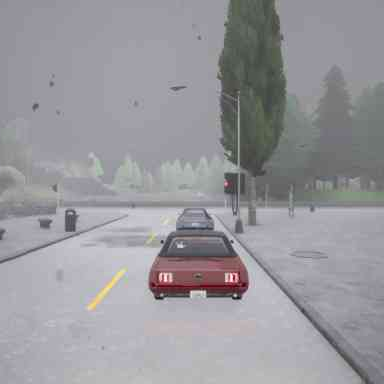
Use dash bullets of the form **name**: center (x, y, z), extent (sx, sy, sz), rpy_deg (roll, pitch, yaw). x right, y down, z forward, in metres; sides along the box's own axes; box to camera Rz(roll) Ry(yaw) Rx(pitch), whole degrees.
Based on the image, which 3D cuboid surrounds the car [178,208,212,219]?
- **car**: center (0.162, 1.564, 18.390), extent (1.994, 1.385, 4.181), rpy_deg (0, 0, 0)

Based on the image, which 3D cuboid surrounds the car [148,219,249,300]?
- **car**: center (0.127, 1.601, 8.351), extent (1.895, 1.301, 4.718), rpy_deg (0, 0, 0)
